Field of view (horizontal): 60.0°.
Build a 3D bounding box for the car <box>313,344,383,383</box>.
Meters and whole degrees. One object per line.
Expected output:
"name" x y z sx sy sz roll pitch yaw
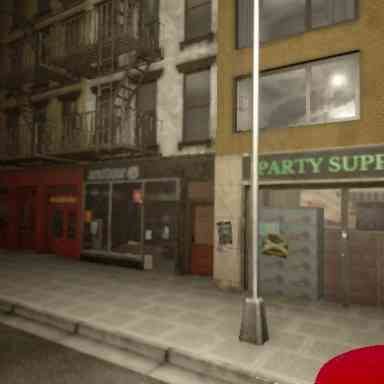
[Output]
"car" 3.227 1.657 1.704 5.008 1.535 1.882 -1 -4 32
